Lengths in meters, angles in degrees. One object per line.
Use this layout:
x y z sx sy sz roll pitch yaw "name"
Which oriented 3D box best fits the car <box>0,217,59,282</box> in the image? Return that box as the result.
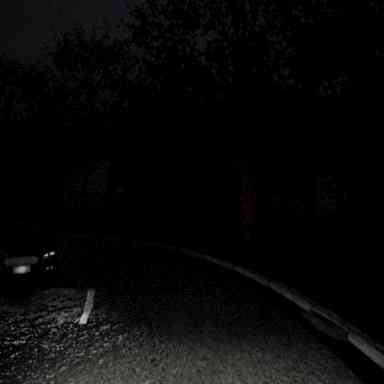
-5.157 1.498 9.593 2.128 1.511 4.902 2 -1 -33 "car"
